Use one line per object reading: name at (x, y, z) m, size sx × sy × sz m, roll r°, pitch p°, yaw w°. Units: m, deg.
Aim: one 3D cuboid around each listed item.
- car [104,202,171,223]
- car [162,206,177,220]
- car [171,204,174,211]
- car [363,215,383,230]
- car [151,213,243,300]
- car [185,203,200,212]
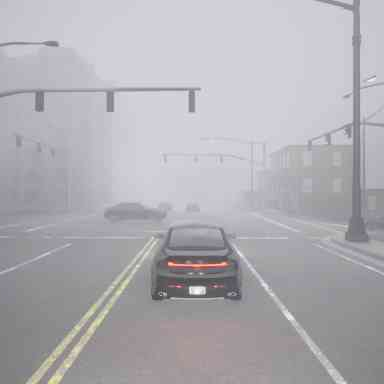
car at (-4.180, 1.487, 24.759) m, size 4.674 × 1.442 × 1.812 m, roll 0°, pitch 0°, yaw 1°
car at (-3.631, 3.521, 54.983) m, size 2.128 × 1.511 × 4.902 m, roll 0°, pitch -12°, yaw 0°
car at (-3.633, 2.066, 45.578) m, size 1.837 × 1.490 × 4.892 m, roll 0°, pitch -5°, yaw 0°
car at (16.047, 2.655, 28.228) m, size 4.181 × 1.385 × 1.994 m, roll 8°, pitch 0°, yaw 0°
car at (0.094, 1.505, 8.342) m, size 1.837 × 1.490 × 4.892 m, roll 0°, pitch 0°, yaw 0°
car at (0.082, 2.374, 48.265) m, size 1.812 × 1.442 × 4.674 m, roll 0°, pitch -8°, yaw 0°
